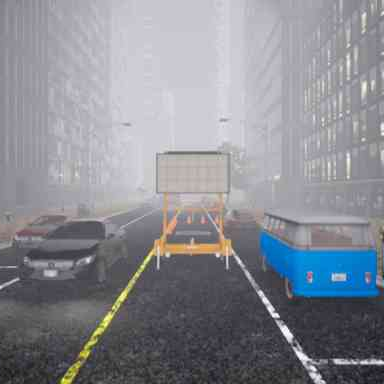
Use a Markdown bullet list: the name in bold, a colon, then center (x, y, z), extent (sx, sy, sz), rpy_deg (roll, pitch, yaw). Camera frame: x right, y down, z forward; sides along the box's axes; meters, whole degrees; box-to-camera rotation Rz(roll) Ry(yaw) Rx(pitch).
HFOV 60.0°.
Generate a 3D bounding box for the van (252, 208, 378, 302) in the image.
- **van**: center (2.709, 1.338, 7.976), extent (1.690, 1.788, 3.998), rpy_deg (0, 0, 0)

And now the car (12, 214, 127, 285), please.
- **car**: center (-3.077, 1.521, 9.585), extent (1.812, 1.442, 4.674), rpy_deg (0, 0, 0)

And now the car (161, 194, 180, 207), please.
- **car**: center (-2.961, 1.191, 50.597), extent (2.150, 2.045, 5.566), rpy_deg (0, 0, 0)

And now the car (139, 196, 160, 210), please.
- **car**: center (-5.580, 1.531, 42.156), extent (2.008, 1.369, 4.403), rpy_deg (0, 0, 0)

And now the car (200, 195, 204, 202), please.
- **car**: center (2.832, 1.516, 53.514), extent (2.008, 1.369, 4.403), rpy_deg (0, 0, 0)

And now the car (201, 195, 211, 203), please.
- **car**: center (2.878, 1.372, 70.591), extent (1.967, 1.590, 4.097), rpy_deg (0, 0, 0)

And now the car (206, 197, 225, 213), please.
- **car**: center (2.786, 1.566, 36.437), extent (1.802, 1.307, 4.206), rpy_deg (0, 0, 0)

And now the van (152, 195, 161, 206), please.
- **van**: center (-5.548, 1.306, 53.541), extent (1.690, 1.788, 3.998), rpy_deg (0, 0, 0)

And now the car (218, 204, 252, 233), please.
- **car**: center (2.740, 1.573, 19.360), extent (1.802, 1.307, 4.206), rpy_deg (0, 0, 0)

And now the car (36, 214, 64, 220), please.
- **car**: center (-5.656, 1.576, 13.693), extent (1.802, 1.307, 4.206), rpy_deg (0, 0, 0)

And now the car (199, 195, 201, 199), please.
- **car**: center (2.863, 1.384, 64.899), extent (1.967, 1.590, 4.097), rpy_deg (0, 0, 0)

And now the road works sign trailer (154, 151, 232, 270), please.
- **road works sign trailer**: center (0.027, 0.459, 11.001), extent (2.380, 3.560, 2.880), rpy_deg (0, 0, 0)

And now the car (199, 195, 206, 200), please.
- **car**: center (2.939, 1.424, 93.362), extent (1.887, 1.381, 4.507), rpy_deg (0, 0, 0)

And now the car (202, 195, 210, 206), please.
- **car**: center (2.817, 1.524, 47.822), extent (2.008, 1.369, 4.403), rpy_deg (0, 0, 0)
